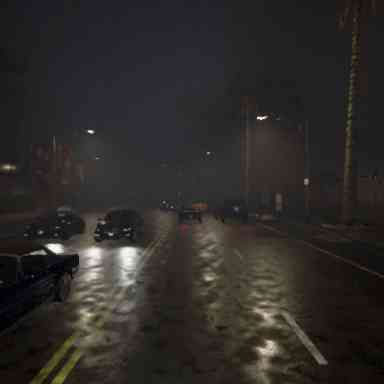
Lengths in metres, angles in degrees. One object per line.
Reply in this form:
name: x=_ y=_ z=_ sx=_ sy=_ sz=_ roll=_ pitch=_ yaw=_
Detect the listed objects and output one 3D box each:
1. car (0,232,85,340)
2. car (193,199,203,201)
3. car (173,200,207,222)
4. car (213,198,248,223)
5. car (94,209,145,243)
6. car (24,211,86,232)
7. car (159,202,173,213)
car: x=-3.592 y=1.654 z=5.720 sx=1.895 sy=1.301 sz=4.718 roll=0 pitch=-1 yaw=0
car: x=0.429 y=1.752 z=43.828 sx=2.097 sy=1.767 sz=4.553 roll=0 pitch=0 yaw=-15
car: x=-0.273 y=1.753 z=28.587 sx=2.128 sy=1.511 sz=4.902 roll=0 pitch=0 yaw=-5
car: x=3.251 y=1.486 z=28.611 sx=2.150 sy=2.045 sz=5.566 roll=0 pitch=0 yaw=-5
car: x=-3.599 y=1.663 z=17.175 sx=1.837 sy=1.490 sz=4.892 roll=0 pitch=-1 yaw=0
car: x=-7.103 y=1.725 z=17.604 sx=1.994 sy=1.385 sz=4.181 roll=0 pitch=-1 yaw=0
car: x=-2.999 y=1.941 z=43.168 sx=2.033 sy=1.411 sz=5.357 roll=0 pitch=-1 yaw=-15
